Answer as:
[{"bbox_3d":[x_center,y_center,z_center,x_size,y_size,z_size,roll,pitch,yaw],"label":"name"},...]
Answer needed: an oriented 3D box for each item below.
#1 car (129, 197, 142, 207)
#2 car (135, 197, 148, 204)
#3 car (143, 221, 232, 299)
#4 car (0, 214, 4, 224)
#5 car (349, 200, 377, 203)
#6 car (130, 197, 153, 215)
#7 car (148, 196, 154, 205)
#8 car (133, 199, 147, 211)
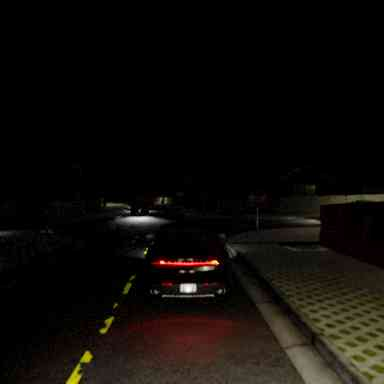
[{"bbox_3d":[-10.156,1.783,59.542,1.882,1.535,5.008,0,0,-13],"label":"car"},{"bbox_3d":[-11.593,1.852,75.370,2.128,1.511,4.902,0,-1,-18],"label":"car"},{"bbox_3d":[-0.147,1.514,8.504,1.837,1.490,4.892,0,0,-2],"label":"car"},{"bbox_3d":[-15.795,1.890,22.377,5.357,1.411,2.033,-1,1,-10],"label":"car"},{"bbox_3d":[11.834,1.275,23.049,5.357,1.411,2.033,-1,0,3],"label":"car"},{"bbox_3d":[-5.522,1.623,35.231,2.128,1.511,4.902,0,0,-8],"label":"car"},{"bbox_3d":[-8.791,1.711,65.645,2.097,1.767,4.553,0,-1,-16],"label":"car"},{"bbox_3d":[-7.188,1.720,45.427,1.812,1.442,4.674,0,0,-10],"label":"car"}]
